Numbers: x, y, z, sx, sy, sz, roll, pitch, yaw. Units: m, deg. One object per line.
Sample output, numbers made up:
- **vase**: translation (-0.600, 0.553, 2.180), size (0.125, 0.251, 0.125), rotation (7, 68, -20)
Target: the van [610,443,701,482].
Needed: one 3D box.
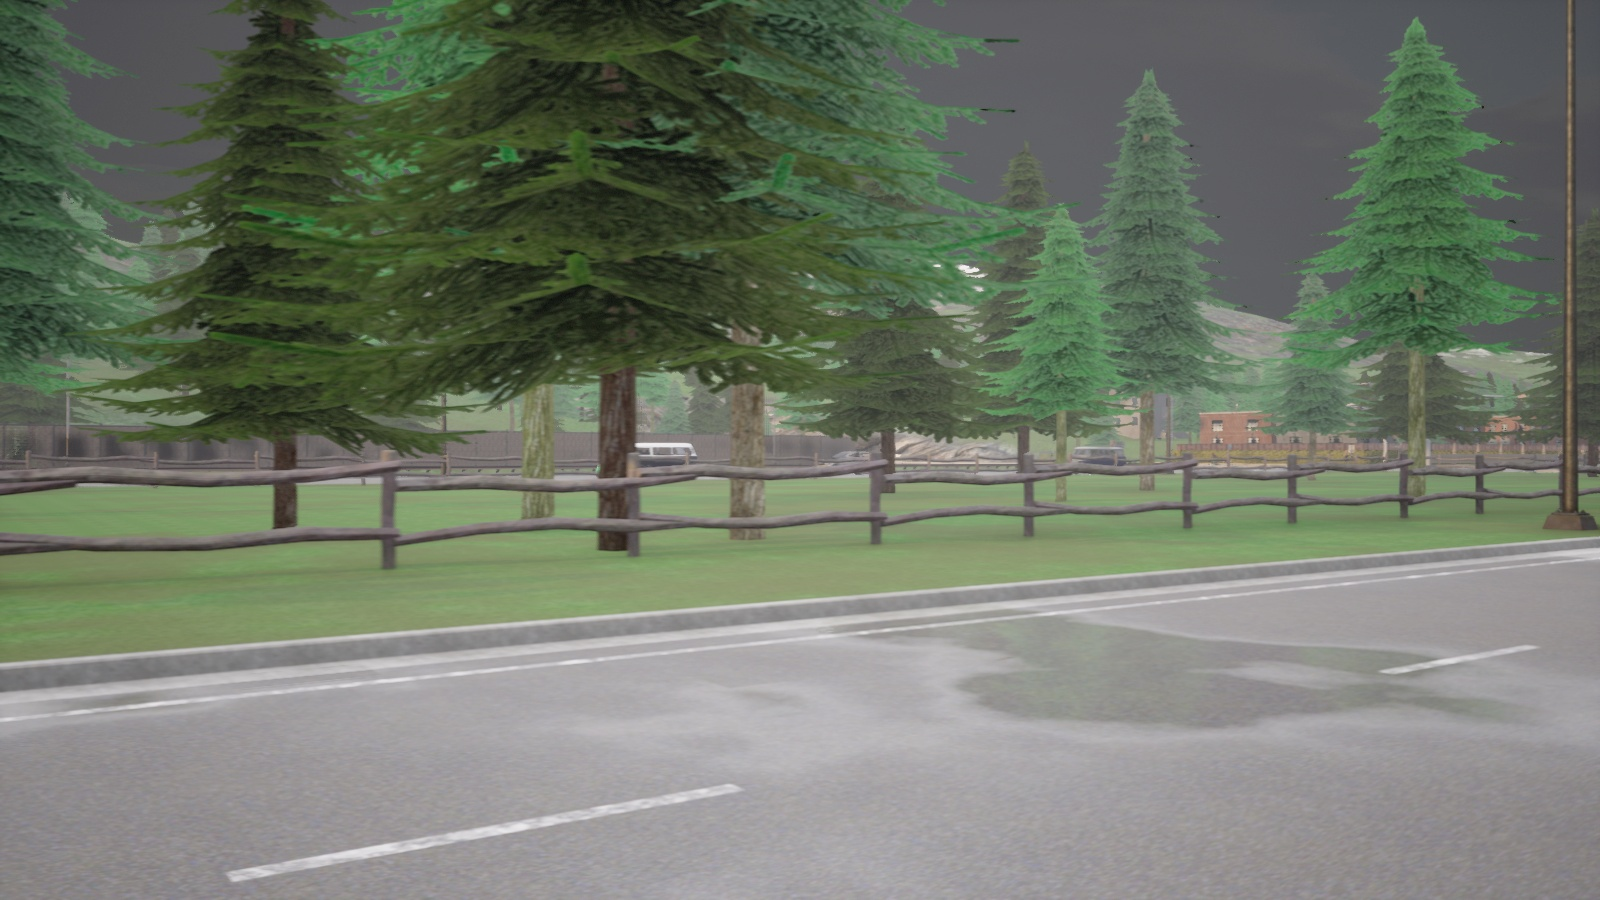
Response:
- **van**: translation (-7.856, 0.652, 68.321), size (4.480, 2.038, 2.069), rotation (0, 0, -35)

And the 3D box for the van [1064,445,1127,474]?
- **van**: translation (20.838, 0.669, 88.431), size (4.442, 1.987, 1.775), rotation (0, 0, -35)

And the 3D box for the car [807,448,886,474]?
- **car**: translation (3.158, 0.723, 84.578), size (5.027, 1.651, 2.152), rotation (0, 0, -35)
